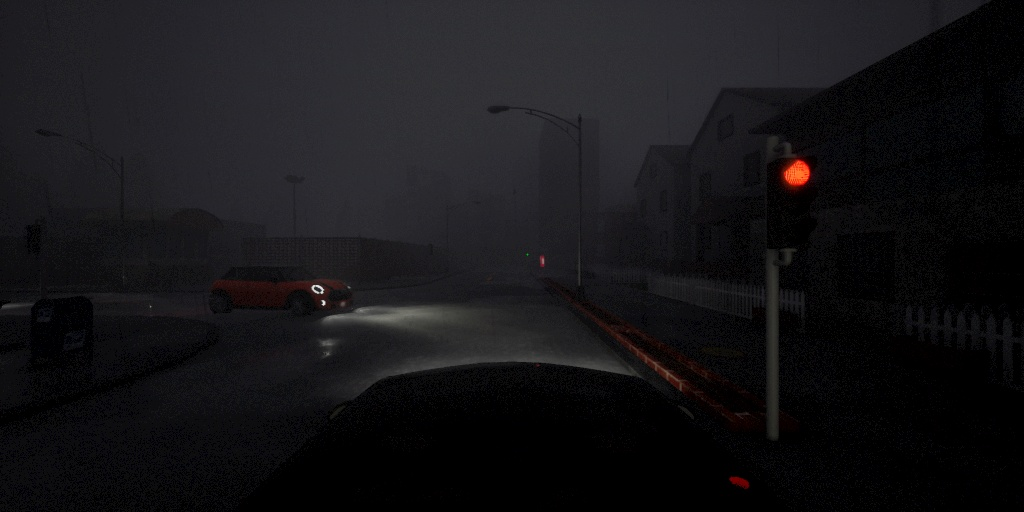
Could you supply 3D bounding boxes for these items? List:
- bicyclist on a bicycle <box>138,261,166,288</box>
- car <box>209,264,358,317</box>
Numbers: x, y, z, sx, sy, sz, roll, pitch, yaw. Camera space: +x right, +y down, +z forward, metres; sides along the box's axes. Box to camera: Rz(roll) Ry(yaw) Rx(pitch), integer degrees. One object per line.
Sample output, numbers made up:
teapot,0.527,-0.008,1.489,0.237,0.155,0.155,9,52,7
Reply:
bicyclist on a bicycle,-21.736,1.099,21.663,0.582,1.620,1.656,0,0,0
car,-8.142,1.101,12.870,4.553,1.767,2.097,0,0,8
